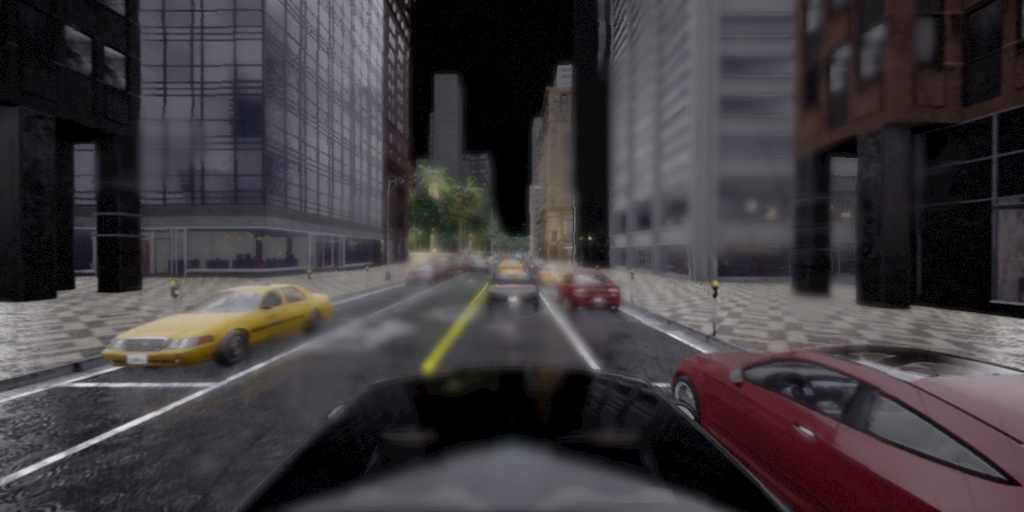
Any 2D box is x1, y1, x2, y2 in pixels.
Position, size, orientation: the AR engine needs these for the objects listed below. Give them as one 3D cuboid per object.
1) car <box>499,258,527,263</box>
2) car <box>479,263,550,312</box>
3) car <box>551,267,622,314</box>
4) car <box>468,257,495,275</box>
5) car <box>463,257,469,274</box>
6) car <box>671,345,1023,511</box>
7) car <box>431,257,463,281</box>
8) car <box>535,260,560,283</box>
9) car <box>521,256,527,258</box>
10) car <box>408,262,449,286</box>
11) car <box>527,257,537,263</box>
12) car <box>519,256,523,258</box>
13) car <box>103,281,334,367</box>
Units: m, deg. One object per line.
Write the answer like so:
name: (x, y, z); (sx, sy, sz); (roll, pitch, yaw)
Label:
car: (0.086, 1.165, 30.957); (1.882, 1.535, 5.008); (0, 0, 0)
car: (0.089, 1.213, 13.974); (2.128, 1.511, 4.902); (0, 0, 0)
car: (2.758, 1.268, 13.515); (1.888, 1.381, 4.507); (0, 0, 0)
car: (-3.105, 1.153, 37.625); (1.882, 1.535, 5.008); (0, 0, 0)
car: (-5.776, 0.985, 40.649); (2.192, 1.841, 5.009); (0, 0, 0)
car: (2.762, 1.330, 2.666); (1.802, 1.307, 4.207); (0, 0, 0)
car: (-5.772, 1.004, 29.797); (2.192, 1.841, 5.009); (0, 0, 0)
car: (2.755, 1.225, 24.535); (1.751, 1.417, 4.829); (0, 0, 0)
car: (2.744, 1.171, 57.085); (1.751, 1.417, 4.829); (0, 0, 0)
car: (-5.771, 1.282, 24.372); (1.802, 1.307, 4.207); (0, 0, 0)
car: (2.751, 1.120, 35.215); (1.967, 1.591, 4.097); (0, 0, 0)
car: (2.742, 0.951, 62.341); (2.192, 1.841, 5.009); (0, 0, 0)
car: (-5.765, 1.260, 7.924); (1.751, 1.417, 4.829); (0, 0, 0)
